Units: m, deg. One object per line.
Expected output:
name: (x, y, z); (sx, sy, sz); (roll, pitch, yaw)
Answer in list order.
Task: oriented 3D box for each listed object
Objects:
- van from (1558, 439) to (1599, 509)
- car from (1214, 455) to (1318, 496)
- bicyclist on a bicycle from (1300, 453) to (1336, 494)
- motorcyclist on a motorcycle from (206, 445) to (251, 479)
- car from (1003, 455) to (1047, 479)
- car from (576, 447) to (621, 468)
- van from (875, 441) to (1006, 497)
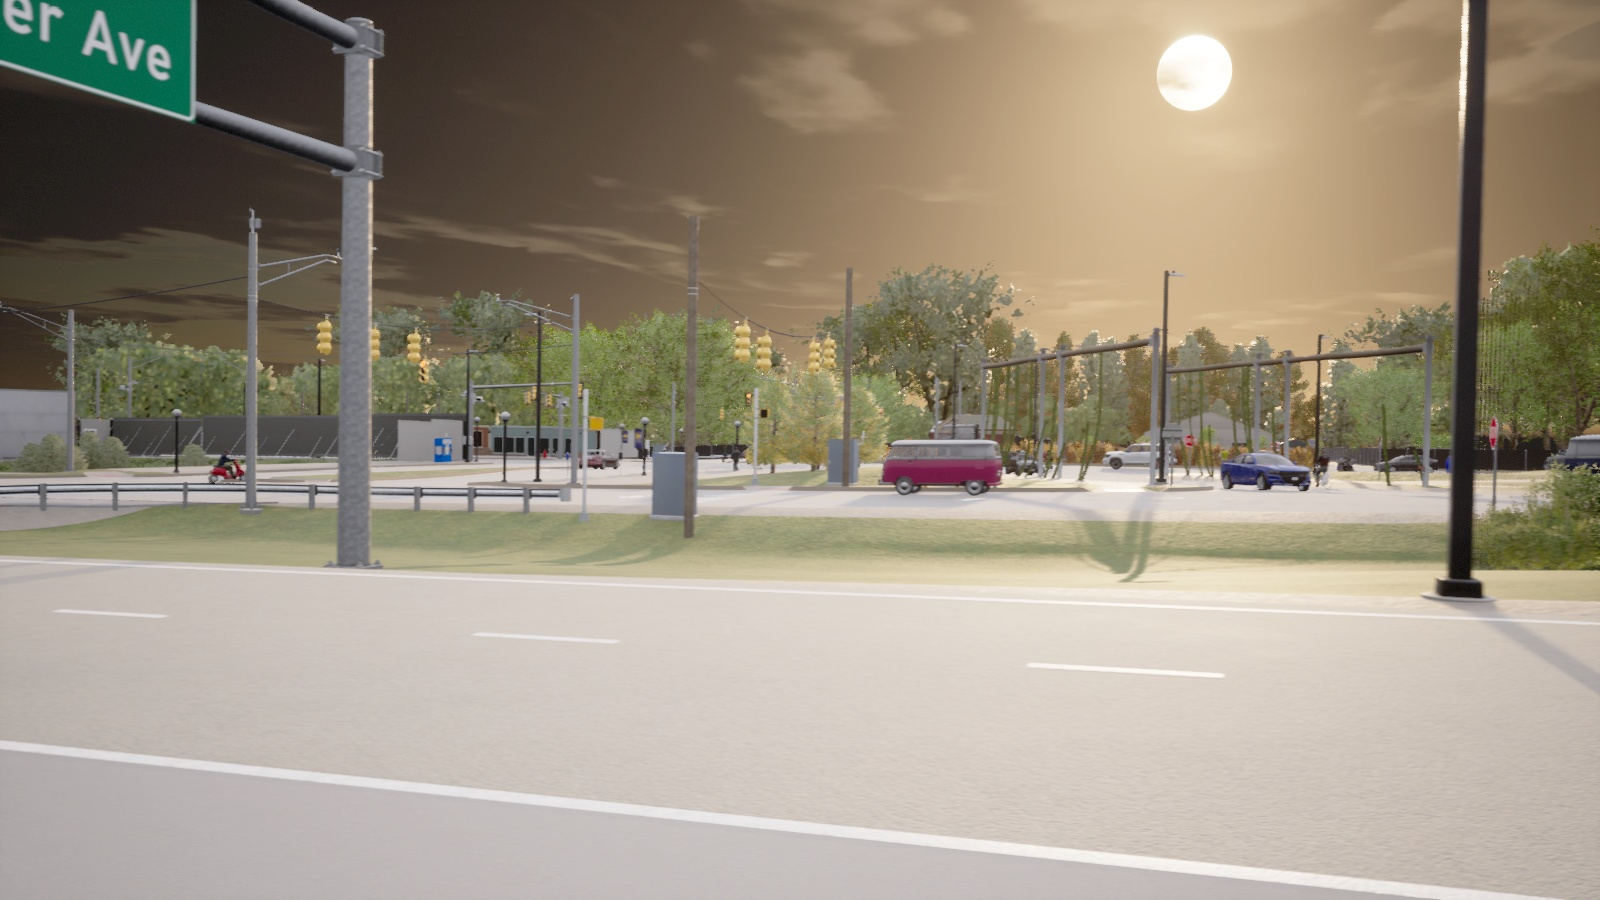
van: (24.368, 0.690, 35.770); (1.775, 1.987, 4.442); (-1, 1, -45)
car: (18.573, 0.988, 50.331); (1.882, 1.535, 5.008); (1, -1, -6)
bicyclist on a bicycle: (23.193, 1.042, 56.225); (0.659, 1.776, 1.843); (1, 0, -7)
motorcyclist on a motorcycle: (-27.118, 0.569, 59.571); (1.817, 1.590, 0.866); (0, -1, -33)
car: (14.607, 1.089, 81.802); (1.816, 1.474, 4.193); (1, 0, -4)
car: (-15.104, 0.572, 94.440); (1.970, 1.475, 3.806); (1, 0, 14)
van: (5.115, 0.658, 45.627); (4.442, 1.987, 1.775); (0, 1, 18)
